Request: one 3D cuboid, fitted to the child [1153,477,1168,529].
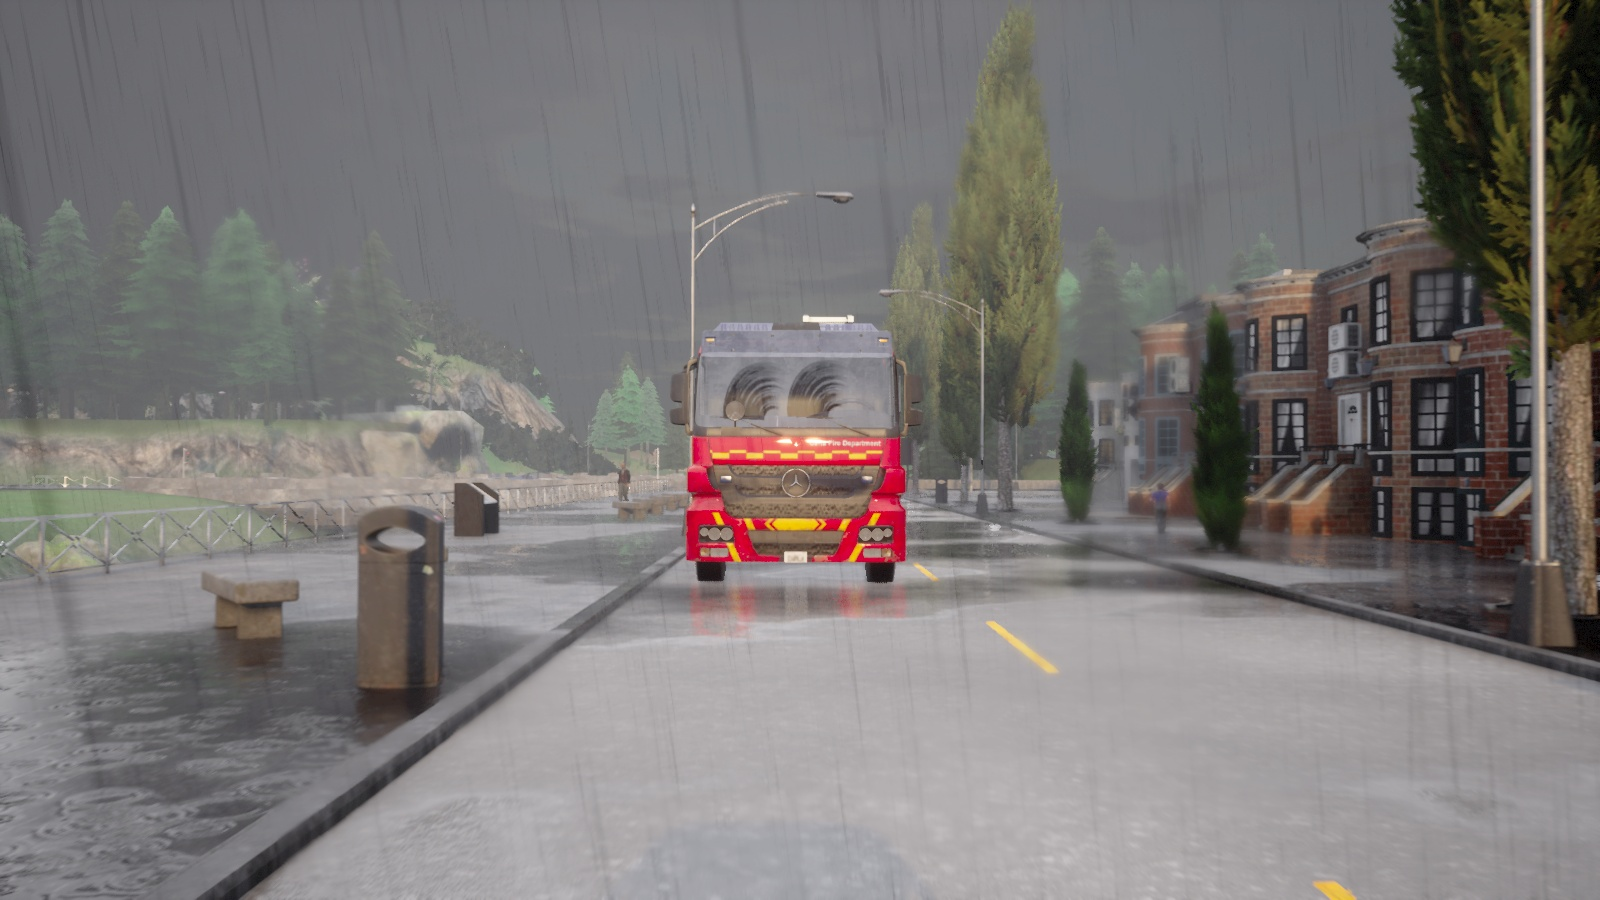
[{"bbox_3d":[8.705,1.278,30.333,0.270,1.263,0.437,0,-1,8],"label":"child"}]

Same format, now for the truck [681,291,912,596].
[{"bbox_3d":[-0.057,-0.014,20.046,2.891,3.827,8.468,0,-1,0],"label":"truck"}]

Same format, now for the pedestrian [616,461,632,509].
[{"bbox_3d":[-6.892,1.376,49.223,0.376,1.854,0.720,-1,-1,17],"label":"pedestrian"}]
